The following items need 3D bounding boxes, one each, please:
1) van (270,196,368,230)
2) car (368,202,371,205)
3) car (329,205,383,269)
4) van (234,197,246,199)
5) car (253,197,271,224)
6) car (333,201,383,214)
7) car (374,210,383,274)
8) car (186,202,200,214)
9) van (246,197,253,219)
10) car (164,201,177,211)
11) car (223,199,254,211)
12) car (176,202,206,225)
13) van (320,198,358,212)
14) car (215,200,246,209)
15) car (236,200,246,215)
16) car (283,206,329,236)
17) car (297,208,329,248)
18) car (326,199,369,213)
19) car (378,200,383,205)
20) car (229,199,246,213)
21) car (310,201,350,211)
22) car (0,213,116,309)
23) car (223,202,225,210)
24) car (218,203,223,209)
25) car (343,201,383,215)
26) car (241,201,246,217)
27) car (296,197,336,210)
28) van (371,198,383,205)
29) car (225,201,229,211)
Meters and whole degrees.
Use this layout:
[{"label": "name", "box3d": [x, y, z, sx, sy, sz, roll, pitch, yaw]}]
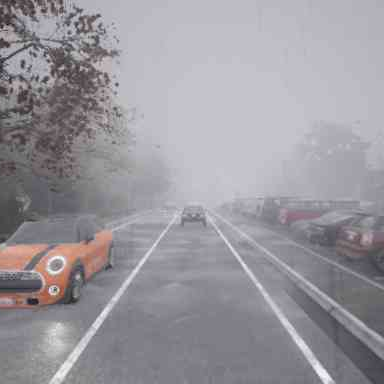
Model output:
[{"label": "van", "box3d": [6.945, 1.321, 18.558, 4.442, 1.987, 1.878, 0, 0, 0]}, {"label": "car", "box3d": [20.167, 1.791, 34.986, 4.892, 1.521, 2.231, 0, -1, 0]}, {"label": "car", "box3d": [7.014, 1.402, 10.229, 4.553, 1.767, 2.185, 0, 0, 0]}, {"label": "van", "box3d": [7.221, 1.671, 40.748, 4.442, 1.987, 1.878, 0, -1, 0]}, {"label": "car", "box3d": [7.095, 1.303, 21.334, 5.566, 2.045, 2.435, 0, 0, 0]}, {"label": "car", "box3d": [20.178, 1.894, 40.651, 5.008, 1.535, 2.097, 0, -1, 0]}, {"label": "car", "box3d": [7.009, 1.396, 7.453, 4.553, 1.767, 2.185, 0, 0, 0]}, {"label": "car", "box3d": [0.133, 1.975, 42.905, 1.812, 1.442, 4.674, 0, -1, 0]}, {"label": "van", "box3d": [6.961, 1.415, 26.869, 4.442, 1.987, 1.878, 0, -1, 0]}, {"label": "car", "box3d": [-3.274, 2.155, 51.673, 1.812, 1.442, 4.674, 0, -1, 0]}, {"label": "car", "box3d": [7.156, 1.978, 51.844, 4.553, 1.767, 2.185, 0, -1, 0]}, {"label": "car", "box3d": [0.109, 1.724, 25.595, 2.033, 1.411, 5.357, 0, -1, 0]}, {"label": "van", "box3d": [20.311, 1.768, 46.070, 4.442, 1.987, 1.878, 0, -1, 0]}, {"label": "car", "box3d": [6.956, 2.301, 60.158, 5.366, 1.575, 1.946, 0, -1, 0]}, {"label": "car", "box3d": [7.058, 1.773, 32.417, 4.792, 1.488, 2.163, 0, -1, 0]}, {"label": "car", "box3d": [7.059, 1.581, 15.781, 4.674, 1.452, 2.002, 0, 0, 0]}, {"label": "car", "box3d": [7.045, 1.534, 13.005, 5.008, 1.535, 2.097, 0, 0, 0]}, {"label": "car", "box3d": [20.157, 1.817, 43.299, 4.553, 1.767, 2.185, 0, -1, 0]}, {"label": "car", "box3d": [19.978, 1.685, 29.446, 5.366, 1.575, 1.946, 0, -1, 0]}, {"label": "car", "box3d": [7.104, 1.845, 37.968, 5.008, 1.535, 2.097, 0, -1, 0]}, {"label": "car", "box3d": [20.193, 2.046, 48.836, 4.892, 1.521, 2.231, 0, -1, 0]}, {"label": "car", "box3d": [-3.349, 1.380, 8.167, 2.097, 1.767, 4.553, 0, 0, 0]}, {"label": "car", "box3d": [7.144, 2.028, 46.294, 4.792, 1.488, 2.163, 0, -1, 0]}, {"label": "car", "box3d": [7.092, 1.799, 49.075, 5.566, 2.045, 2.435, 0, -1, 0]}, {"label": "car", "box3d": [20.173, 1.841, 37.756, 5.008, 1.535, 2.097, 0, -1, 0]}, {"label": "car", "box3d": [7.085, 1.732, 29.640, 4.674, 1.452, 2.002, 0, -1, 0]}, {"label": "car", "box3d": [20.238, 1.903, 54.376, 5.566, 2.045, 2.435, 0, -1, 0]}, {"label": "van", "box3d": [20.285, 1.513, 32.221, 4.442, 1.987, 1.878, 0, -1, 0]}, {"label": "car", "box3d": [7.112, 1.988, 43.519, 4.674, 1.452, 2.002, 0, -1, 0]}]
